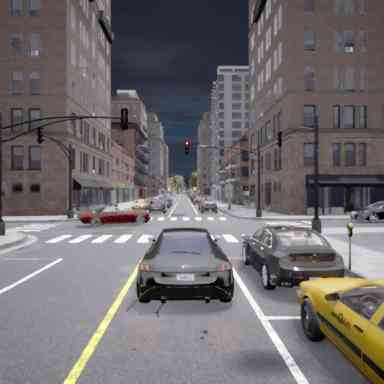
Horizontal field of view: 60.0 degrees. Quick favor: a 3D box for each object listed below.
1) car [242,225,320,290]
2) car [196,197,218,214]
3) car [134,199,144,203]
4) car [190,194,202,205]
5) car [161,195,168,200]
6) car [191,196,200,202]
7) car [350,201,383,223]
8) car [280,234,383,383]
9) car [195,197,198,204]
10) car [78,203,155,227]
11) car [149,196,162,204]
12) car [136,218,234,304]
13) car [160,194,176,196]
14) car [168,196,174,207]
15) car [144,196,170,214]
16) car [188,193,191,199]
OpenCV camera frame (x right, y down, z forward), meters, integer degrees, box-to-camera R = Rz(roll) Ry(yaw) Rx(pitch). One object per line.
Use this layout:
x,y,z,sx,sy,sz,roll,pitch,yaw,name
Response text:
2.448,1.550,8.896,2.008,1.369,4.403,0,0,-1,car
1.775,1.549,35.763,2.008,1.369,4.403,0,0,-1,car
-6.385,1.523,41.072,1.752,1.417,4.829,0,0,-1,car
1.208,1.433,58.483,1.967,1.590,4.097,0,0,-1,car
-7.666,1.564,92.357,1.802,1.307,4.206,0,0,-1,car
0.782,1.554,75.523,1.947,1.339,4.313,0,0,-1,car
13.927,1.401,23.838,4.902,1.511,2.128,0,0,-3,car
2.584,1.525,3.661,1.752,1.417,4.829,0,0,-1,car
1.633,1.579,41.443,1.802,1.307,4.206,0,0,-1,car
-5.218,1.615,22.538,4.718,1.301,1.895,0,0,-22,car
-6.956,1.542,63.959,2.008,1.369,4.403,0,0,-1,car
-0.173,1.564,8.225,1.994,1.385,4.181,0,0,-1,car
-4.214,1.541,56.283,2.033,1.411,5.357,0,0,-2,car
-3.957,1.560,45.918,1.994,1.385,4.181,0,0,-2,car
-3.709,1.503,36.015,1.837,1.490,4.892,0,0,-1,car
0.924,1.305,69.843,2.192,1.841,5.009,0,0,-1,car
